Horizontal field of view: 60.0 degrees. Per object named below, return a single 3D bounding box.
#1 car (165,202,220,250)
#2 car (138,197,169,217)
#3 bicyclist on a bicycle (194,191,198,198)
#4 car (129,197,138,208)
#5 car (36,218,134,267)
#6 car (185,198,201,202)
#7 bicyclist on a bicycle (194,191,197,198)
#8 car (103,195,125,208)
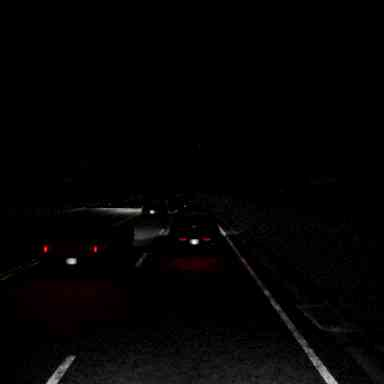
[{"bbox_3d":[0.091,1.403,13.759,1.837,1.490,4.892,0,1,0],"label":"car"},{"bbox_3d":[-3.157,1.290,28.758,1.837,1.490,4.892,0,1,0],"label":"car"},{"bbox_3d":[0.900,0.827,75.936,0.866,1.612,1.509,0,1,0],"label":"bicyclist on a bicycle"},{"bbox_3d":[-6.589,1.285,41.416,1.895,1.301,4.718,0,0,0],"label":"car"},{"bbox_3d":[-3.167,1.518,10.998,1.895,1.301,4.718,0,0,0],"label":"car"},{"bbox_3d":[0.096,1.298,30.218,1.812,1.442,4.674,0,1,0],"label":"car"},{"bbox_3d":[0.904,0.676,84.932,0.659,1.776,1.843,0,1,0],"label":"bicyclist on a bicycle"},{"bbox_3d":[-9.834,1.182,42.177,1.837,1.490,4.892,0,1,0],"label":"car"}]
